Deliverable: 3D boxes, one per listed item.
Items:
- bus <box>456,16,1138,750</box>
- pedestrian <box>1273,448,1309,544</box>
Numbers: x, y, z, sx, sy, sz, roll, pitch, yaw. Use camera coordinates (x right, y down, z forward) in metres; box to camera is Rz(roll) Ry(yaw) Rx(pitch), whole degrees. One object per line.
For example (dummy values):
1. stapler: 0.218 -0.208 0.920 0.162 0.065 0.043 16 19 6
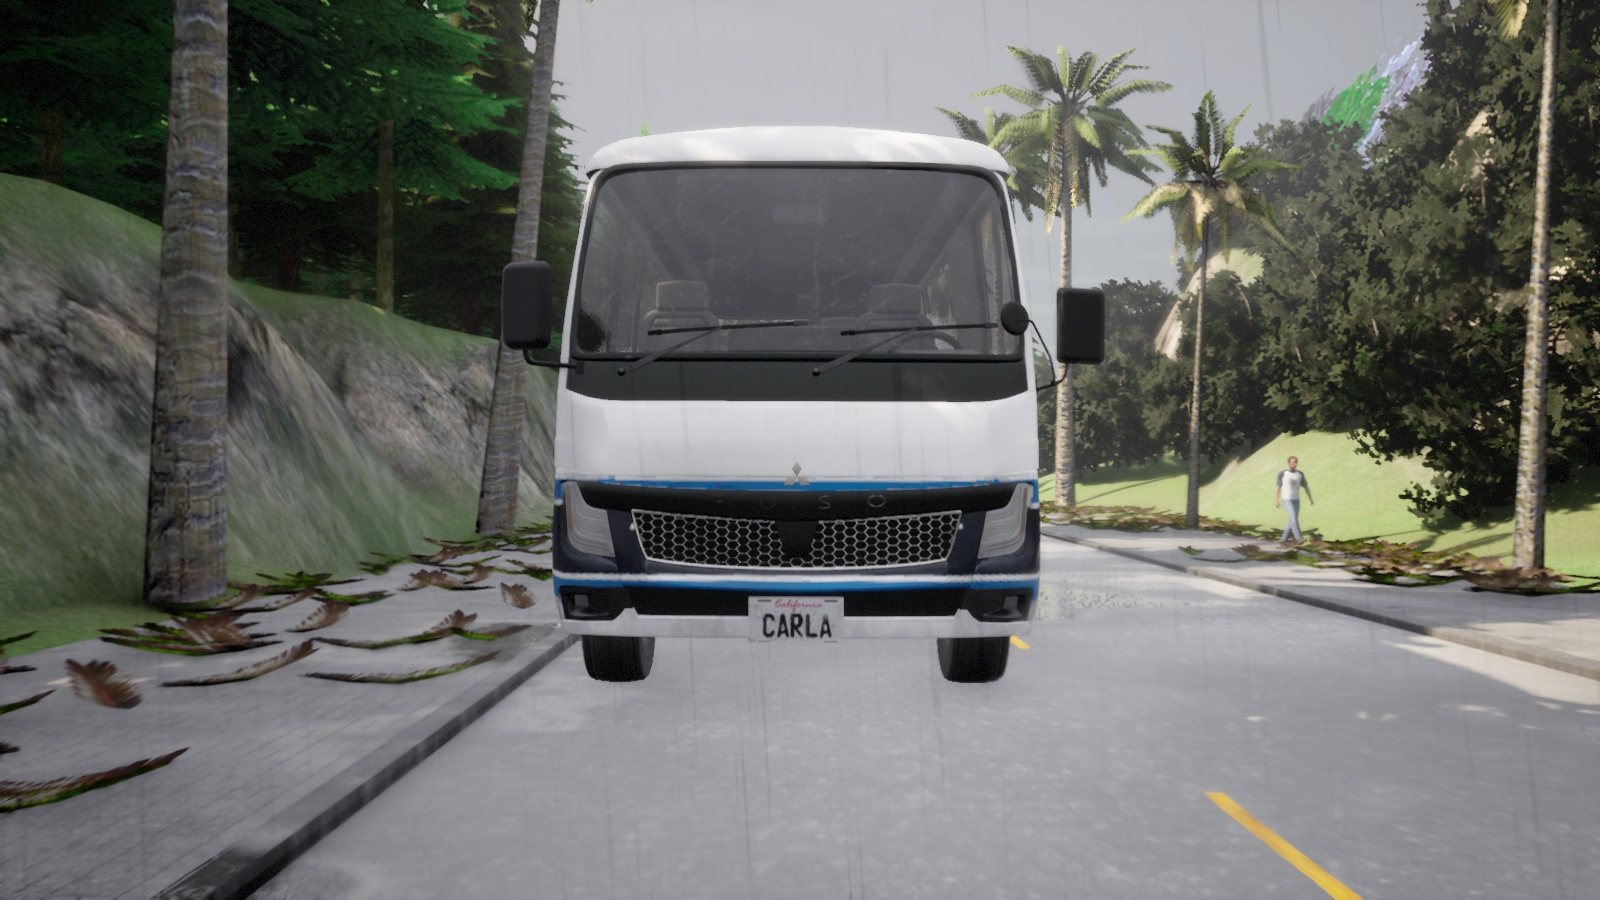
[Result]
1. bus: -0.032 -0.354 12.432 3.944 4.253 10.273 0 0 0
2. pedestrian: 9.528 0.891 24.373 0.354 1.836 0.706 0 -1 -6
